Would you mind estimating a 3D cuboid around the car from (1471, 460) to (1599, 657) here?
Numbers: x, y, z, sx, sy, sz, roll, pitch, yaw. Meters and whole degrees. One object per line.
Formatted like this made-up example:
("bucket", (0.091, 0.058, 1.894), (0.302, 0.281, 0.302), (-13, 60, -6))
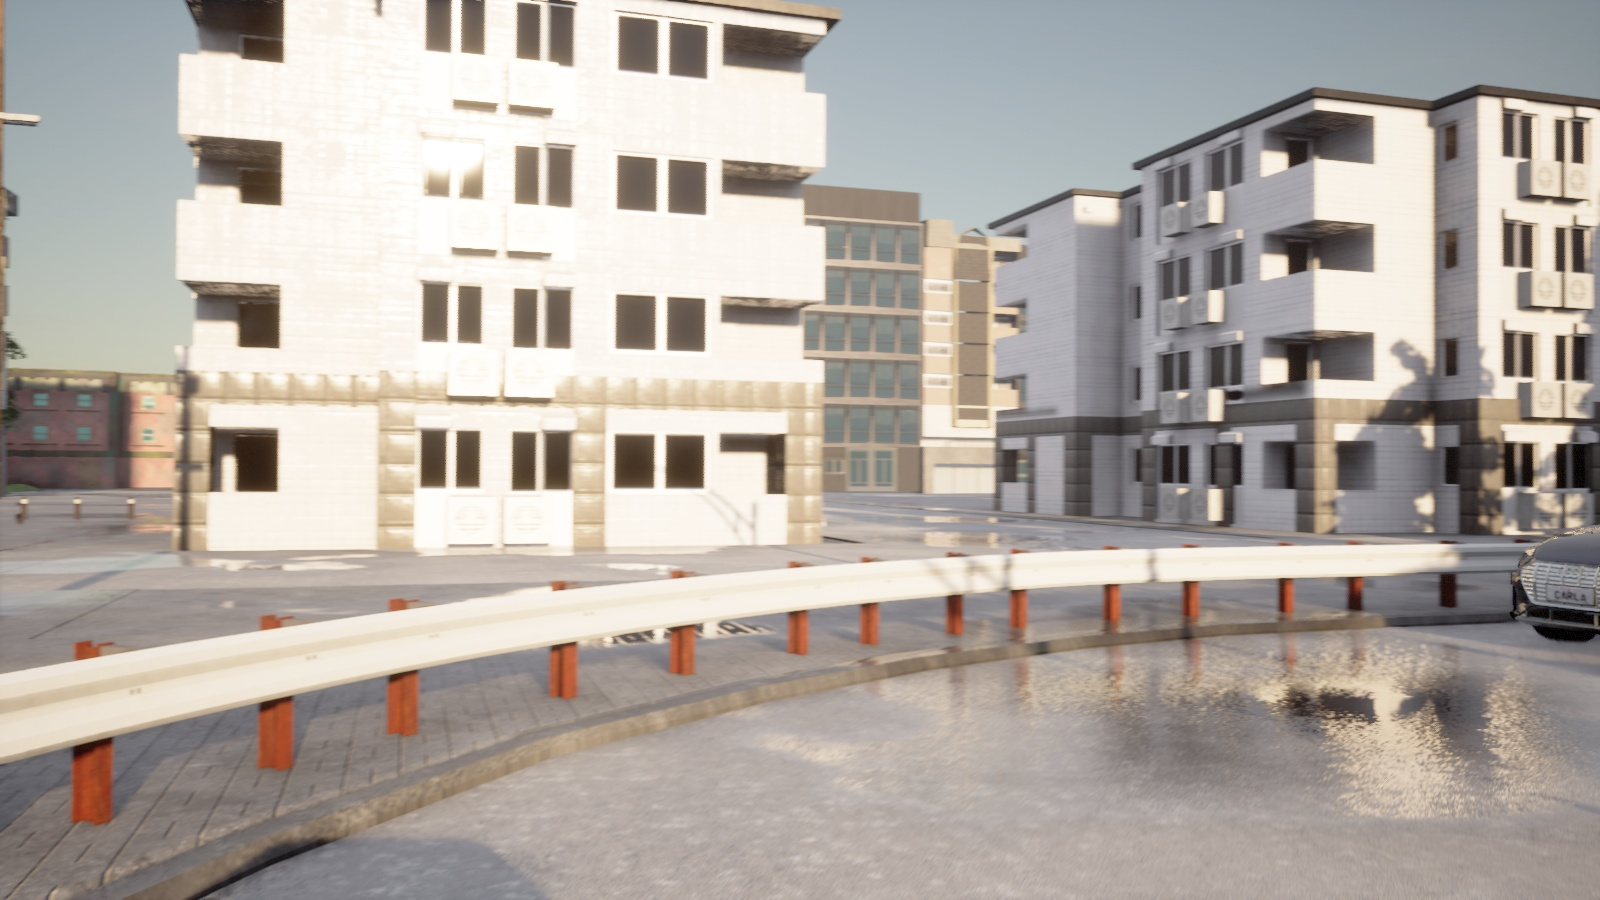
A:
("car", (8.934, 0.923, 11.568), (4.856, 1.649, 2.033), (0, -1, -18))
